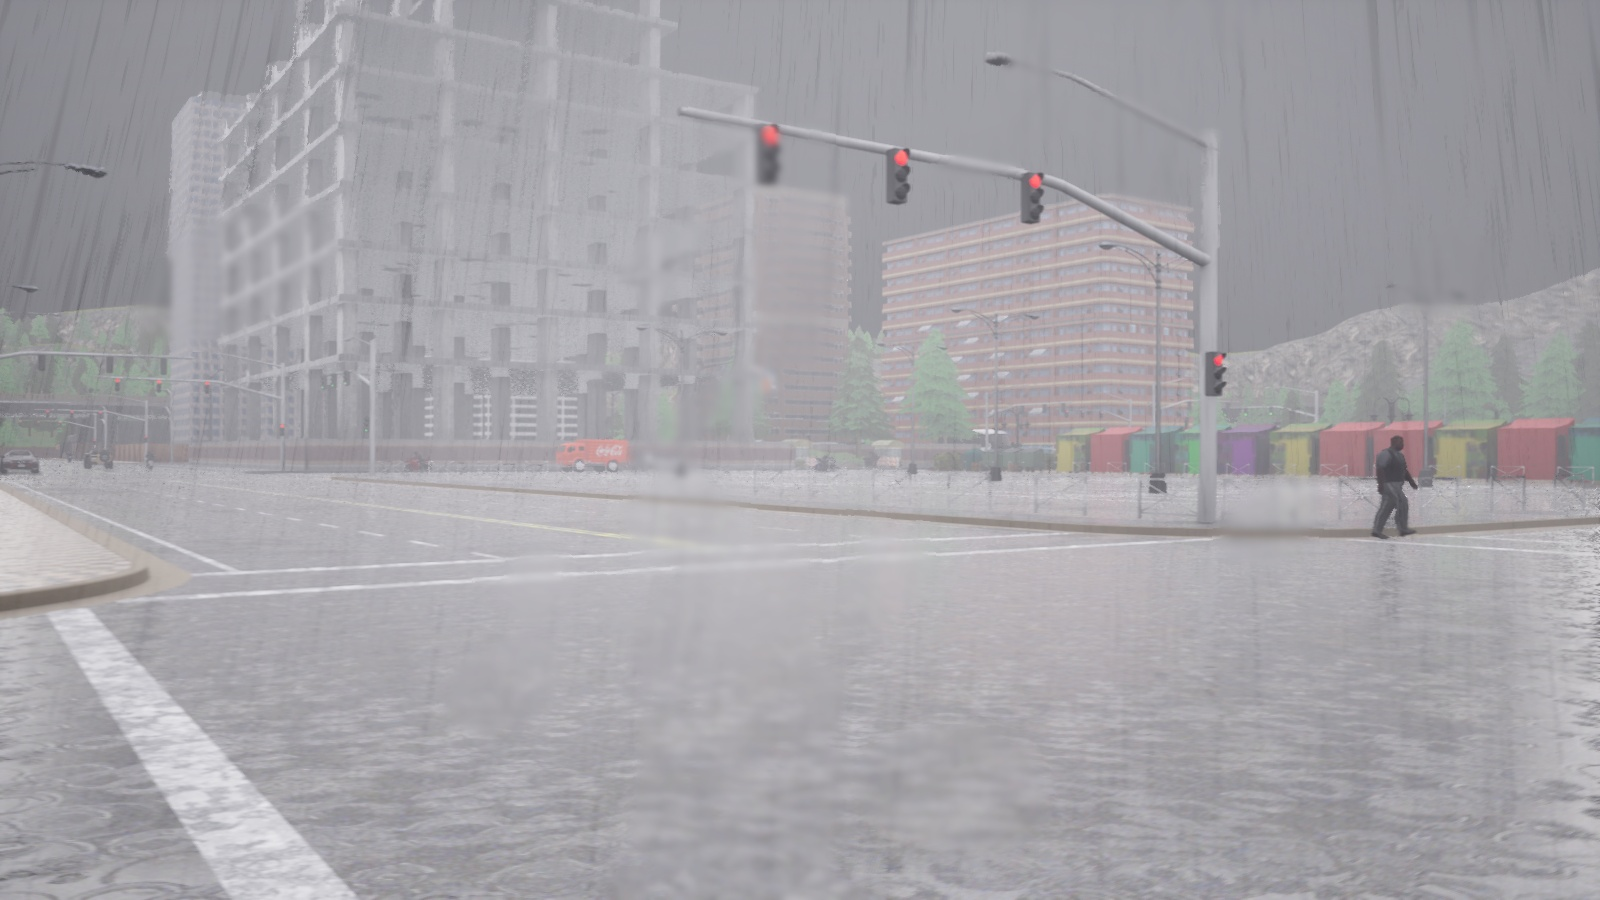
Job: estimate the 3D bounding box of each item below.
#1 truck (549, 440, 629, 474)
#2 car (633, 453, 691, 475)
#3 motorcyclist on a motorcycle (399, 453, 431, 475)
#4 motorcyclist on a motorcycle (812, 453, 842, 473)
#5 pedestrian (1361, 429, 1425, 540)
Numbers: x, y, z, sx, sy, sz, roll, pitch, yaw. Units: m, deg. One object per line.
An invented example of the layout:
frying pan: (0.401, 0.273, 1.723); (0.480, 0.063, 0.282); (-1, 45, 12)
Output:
truck: (-15.636, 0.487, 93.185); (5.204, 2.467, 2.627); (0, 0, -35)
car: (-9.740, 0.965, 88.754); (3.633, 1.501, 1.845); (0, 0, -35)
motorcyclist on a motorcycle: (-27.357, 0.965, 89.309); (2.044, 1.523, 0.797); (0, 0, -35)
motorcyclist on a motorcycle: (2.107, 0.989, 96.976); (2.191, 1.530, 0.866); (0, 0, -35)
pedestrian: (10.240, 0.581, 21.695); (0.563, 1.883, 0.849); (0, 0, -41)
